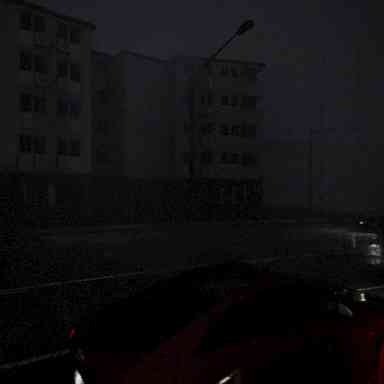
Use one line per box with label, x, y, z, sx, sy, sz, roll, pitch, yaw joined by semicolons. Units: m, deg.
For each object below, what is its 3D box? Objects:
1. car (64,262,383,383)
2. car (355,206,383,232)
car;0.761;1.564;3.863;4.181;1.385;1.994;0;0;-30
car;11.931;1.506;19.393;4.892;1.490;1.837;1;0;-14
